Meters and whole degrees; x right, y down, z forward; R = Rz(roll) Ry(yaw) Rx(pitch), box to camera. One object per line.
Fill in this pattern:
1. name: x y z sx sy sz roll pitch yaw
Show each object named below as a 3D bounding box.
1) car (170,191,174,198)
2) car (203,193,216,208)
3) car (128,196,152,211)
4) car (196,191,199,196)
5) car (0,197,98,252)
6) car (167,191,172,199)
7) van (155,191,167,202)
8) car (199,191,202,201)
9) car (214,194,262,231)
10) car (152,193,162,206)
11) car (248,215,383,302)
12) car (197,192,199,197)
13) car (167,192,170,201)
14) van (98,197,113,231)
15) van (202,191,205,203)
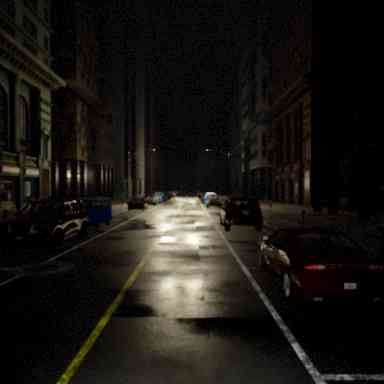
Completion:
1. car: -5.893 0.791 75.619 2.192 1.841 5.009 0 0 0
2. car: 2.691 1.222 41.999 1.752 1.417 4.829 0 0 0
3. car: -5.824 1.284 36.165 1.887 1.381 4.507 0 0 0
4. car: 2.623 0.875 81.281 1.967 1.590 4.097 0 0 0
5. car: -5.786 1.214 13.617 2.192 1.841 5.009 0 0 0
6. car: -5.882 1.079 69.984 1.947 1.339 4.313 0 0 0
7. van: -5.864 0.930 58.710 1.690 1.788 3.998 0 0 0
8. car: 2.662 1.025 58.737 1.967 1.590 4.097 0 0 0
9. car: 2.729 1.170 19.282 2.192 1.841 5.009 0 0 0
10. car: -5.844 1.230 47.438 1.947 1.339 4.313 0 0 0
11. car: 2.749 1.482 8.012 1.887 1.381 4.507 0 0 0
12. car: 2.643 1.061 70.010 2.008 1.369 4.403 0 0 0
13. car: -5.872 1.117 64.348 1.947 1.339 4.313 0 0 0
14. van: -5.796 1.200 19.253 1.690 1.788 3.998 0 0 0
15. van: 2.681 1.001 47.463 1.690 1.788 3.998 0 0 0
